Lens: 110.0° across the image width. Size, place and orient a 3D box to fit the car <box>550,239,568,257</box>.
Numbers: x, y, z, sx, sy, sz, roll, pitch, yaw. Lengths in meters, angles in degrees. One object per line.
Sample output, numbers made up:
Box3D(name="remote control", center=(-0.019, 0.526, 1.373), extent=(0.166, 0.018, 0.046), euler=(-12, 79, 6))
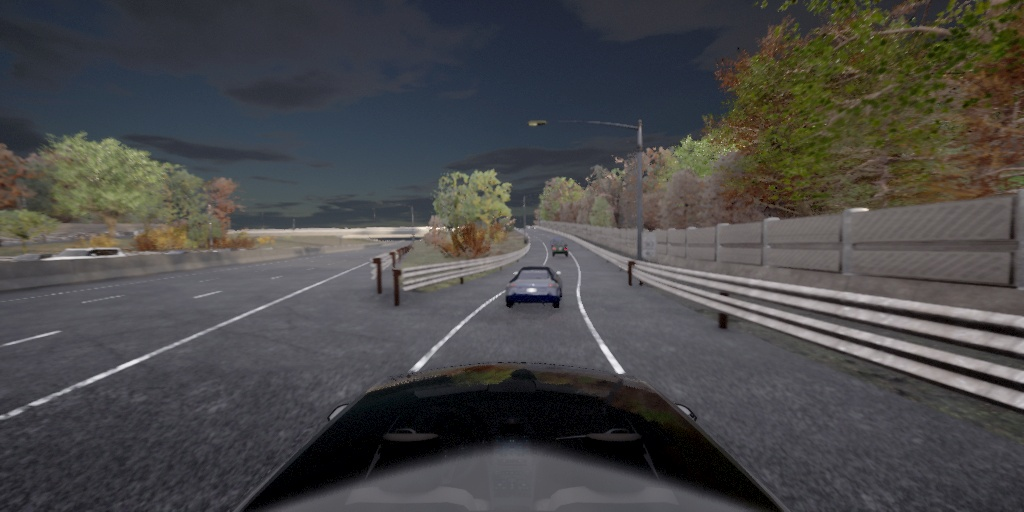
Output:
Box3D(name="car", center=(6.716, -1.017, 50.581), extent=(2.150, 2.045, 5.566), euler=(-1, 5, 5))

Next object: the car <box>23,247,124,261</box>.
Box3D(name="car", center=(-32.072, 0.399, 26.919), extent=(2.150, 2.045, 5.566), euler=(-2, 2, -15))

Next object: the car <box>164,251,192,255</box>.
Box3D(name="car", center=(-39.979, 0.143, 42.989), extent=(1.882, 1.535, 5.008), euler=(-2, 2, -15))

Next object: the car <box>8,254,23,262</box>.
Box3D(name="car", center=(-35.632, 0.604, 26.720), extent=(2.097, 1.767, 4.553), euler=(-2, 3, -15))

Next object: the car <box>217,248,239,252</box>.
Box3D(name="car", center=(-37.398, -0.199, 46.944), extent=(2.097, 1.767, 4.553), euler=(-2, 3, -15))

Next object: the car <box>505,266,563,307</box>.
Box3D(name="car", center=(0.974, 1.088, 14.141), extent=(1.994, 1.385, 4.181), euler=(-1, 1, 9))
